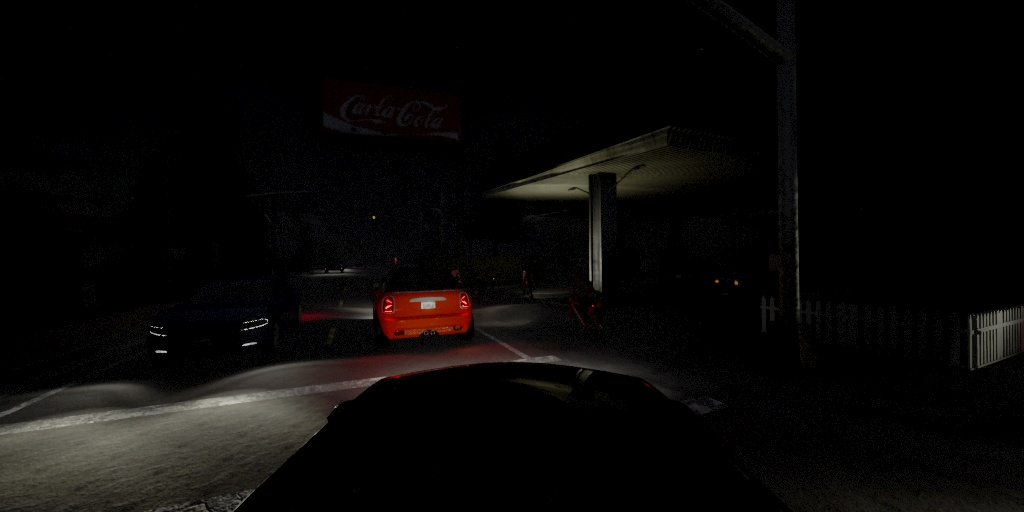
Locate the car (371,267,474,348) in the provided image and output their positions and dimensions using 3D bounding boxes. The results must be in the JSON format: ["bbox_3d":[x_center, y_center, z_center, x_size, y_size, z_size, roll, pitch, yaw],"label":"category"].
[{"bbox_3d":[-2.539,1.056,9.447,2.097,1.767,4.553,-1,0,-22],"label":"car"}]

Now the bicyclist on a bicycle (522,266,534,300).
[{"bbox_3d":[0.800,1.330,17.870,0.582,1.620,1.656,-1,0,16],"label":"bicyclist on a bicycle"}]

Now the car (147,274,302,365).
[{"bbox_3d":[-6.253,1.216,8.379,1.882,1.535,5.008,-1,0,-23],"label":"car"}]

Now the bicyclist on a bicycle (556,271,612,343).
[{"bbox_3d":[1.709,1.199,8.660,0.582,1.620,1.656,3,-2,-42],"label":"bicyclist on a bicycle"}]

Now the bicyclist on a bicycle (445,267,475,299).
[{"bbox_3d":[-2.617,1.316,16.374,1.656,1.620,0.582,1,0,37],"label":"bicyclist on a bicycle"}]

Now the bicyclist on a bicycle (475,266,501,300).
[{"bbox_3d":[-1.309,1.342,17.756,1.656,1.620,0.582,0,0,-21],"label":"bicyclist on a bicycle"}]

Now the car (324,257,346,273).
[{"bbox_3d":[-23.680,1.201,47.821,2.150,2.045,5.566,-1,0,-25],"label":"car"}]
